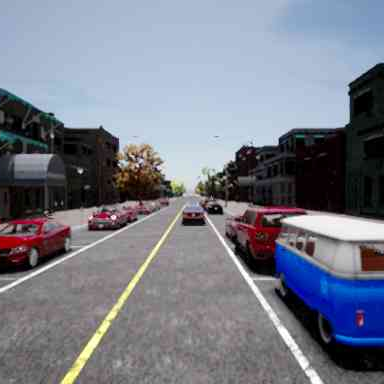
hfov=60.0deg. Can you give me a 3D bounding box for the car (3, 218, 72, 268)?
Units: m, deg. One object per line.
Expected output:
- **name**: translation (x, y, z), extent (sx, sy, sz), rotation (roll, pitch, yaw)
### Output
- **car**: translation (-5.687, 1.651, 11.676), extent (1.887, 1.381, 4.507), rotation (-1, -1, 0)

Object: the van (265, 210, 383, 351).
- **van**: translation (2.688, 1.397, 6.127), extent (1.690, 1.788, 3.998), rotation (-1, -1, 0)

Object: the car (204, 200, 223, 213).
- **car**: translation (2.708, 1.919, 39.414), extent (1.947, 1.339, 4.313), rotation (-1, -1, 0)

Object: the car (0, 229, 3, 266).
- **car**: translation (-5.691, 1.496, 6.129), extent (1.967, 1.590, 4.097), rotation (-1, -1, 0)

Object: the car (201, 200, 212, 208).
- **car**: translation (2.720, 2.133, 61.606), extent (1.802, 1.307, 4.206), rotation (-1, -1, 0)

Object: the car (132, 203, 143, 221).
- **car**: translation (-5.678, 1.799, 28.321), extent (1.887, 1.381, 4.507), rotation (-1, -1, 0)

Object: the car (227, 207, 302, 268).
- **car**: translation (2.692, 1.421, 11.676), extent (2.192, 1.841, 5.009), rotation (-1, -1, 0)

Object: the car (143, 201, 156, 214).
- **car**: translation (-5.672, 1.935, 39.416), extent (1.802, 1.307, 4.206), rotation (-1, -1, 0)

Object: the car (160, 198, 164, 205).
- **car**: translation (-5.666, 2.034, 50.513), extent (1.802, 1.307, 4.206), rotation (-1, -1, 0)

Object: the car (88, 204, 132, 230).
- **car**: translation (-5.682, 1.645, 22.773), extent (1.967, 1.590, 4.097), rotation (-1, -1, 0)

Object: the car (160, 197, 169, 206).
- **car**: translation (-5.660, 1.915, 67.159), extent (2.192, 1.841, 5.009), rotation (-1, -1, 0)

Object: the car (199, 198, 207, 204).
- **car**: translation (2.731, 2.273, 83.970), extent (1.752, 1.417, 4.829), rotation (-1, -1, 0)

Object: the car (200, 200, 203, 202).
- **car**: translation (0.124, 2.011, 45.791), extent (1.895, 1.301, 4.718), rotation (0, -1, 0)

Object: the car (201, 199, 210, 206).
- **car**: translation (2.723, 2.127, 67.325), extent (1.752, 1.417, 4.829), rotation (-1, -1, 0)

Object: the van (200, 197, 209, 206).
- **van**: translation (2.723, 1.990, 72.705), extent (1.690, 1.788, 3.998), rotation (-1, -1, 0)

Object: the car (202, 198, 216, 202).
- **car**: translation (2.712, 1.930, 45.132), extent (1.752, 1.417, 4.829), rotation (-1, -1, 0)

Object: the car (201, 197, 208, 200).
- **car**: translation (2.712, 1.767, 50.513), extent (2.192, 1.841, 5.009), rotation (-1, -1, 0)

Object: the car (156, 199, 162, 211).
- **car**: translation (-5.670, 1.954, 44.964), extent (2.008, 1.369, 4.403), rotation (-1, -1, 0)

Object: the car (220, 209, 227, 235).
- **car**: translation (2.696, 1.738, 17.222), extent (1.802, 1.307, 4.206), rotation (-1, -1, 0)

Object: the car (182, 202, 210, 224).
- **car**: translation (0.117, 1.794, 27.362), extent (2.033, 1.411, 5.357), rotation (0, 0, 0)
